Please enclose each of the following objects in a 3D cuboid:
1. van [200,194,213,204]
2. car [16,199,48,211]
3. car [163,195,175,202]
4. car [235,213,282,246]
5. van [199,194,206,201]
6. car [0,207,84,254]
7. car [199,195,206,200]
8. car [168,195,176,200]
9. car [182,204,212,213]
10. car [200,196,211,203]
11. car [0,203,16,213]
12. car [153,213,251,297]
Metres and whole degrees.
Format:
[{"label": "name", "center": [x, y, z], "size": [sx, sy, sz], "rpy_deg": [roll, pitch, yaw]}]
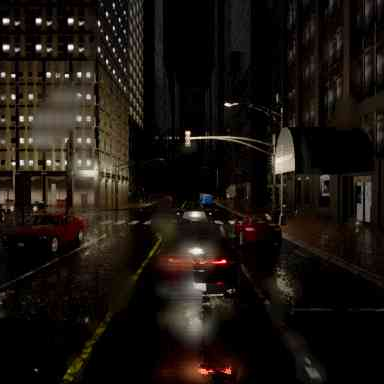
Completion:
[{"label": "van", "center": [2.766, 1.329, 58.481], "size": [1.690, 1.788, 3.998], "rpy_deg": [0, 0, 0]}, {"label": "car", "center": [-18.470, 1.499, 37.262], "size": [4.403, 1.369, 2.008], "rpy_deg": [0, 0, 1]}, {"label": "car", "center": [-5.588, 1.524, 75.583], "size": [1.887, 1.381, 4.507], "rpy_deg": [0, 0, 0]}, {"label": "car", "center": [2.835, 1.580, 14.888], "size": [1.802, 1.307, 4.206], "rpy_deg": [0, 0, 0]}, {"label": "van", "center": [2.807, 1.313, 86.965], "size": [1.690, 1.788, 3.998], "rpy_deg": [0, 0, 0]}, {"label": "car", "center": [-5.806, 1.543, 13.523], "size": [1.887, 1.381, 4.507], "rpy_deg": [0, 0, 0]}, {"label": "car", "center": [2.816, 1.550, 92.661], "size": [1.802, 1.307, 4.206], "rpy_deg": [0, 0, 0]}, {"label": "car", "center": [-5.564, 1.533, 92.674], "size": [1.947, 1.339, 4.313], "rpy_deg": [0, 0, 0]}, {"label": "car", "center": [0.125, 1.562, 17.411], "size": [1.994, 1.385, 4.181], "rpy_deg": [0, 0, 0]}, {"label": "car", "center": [2.784, 1.534, 69.874], "size": [2.008, 1.369, 4.403], "rpy_deg": [0, 0, 0]}, {"label": "car", "center": [-18.569, 1.308, 28.881], "size": [5.009, 1.841, 2.192], "rpy_deg": [0, 0, 1]}, {"label": "car", "center": [0.111, 1.504, 8.535], "size": [1.837, 1.490, 4.892], "rpy_deg": [0, 0, 0]}]
